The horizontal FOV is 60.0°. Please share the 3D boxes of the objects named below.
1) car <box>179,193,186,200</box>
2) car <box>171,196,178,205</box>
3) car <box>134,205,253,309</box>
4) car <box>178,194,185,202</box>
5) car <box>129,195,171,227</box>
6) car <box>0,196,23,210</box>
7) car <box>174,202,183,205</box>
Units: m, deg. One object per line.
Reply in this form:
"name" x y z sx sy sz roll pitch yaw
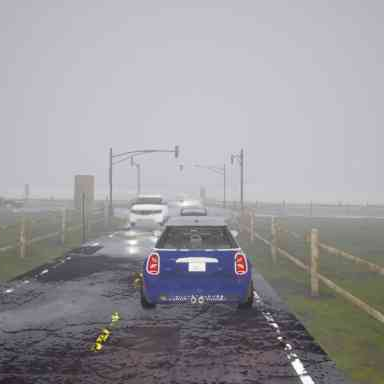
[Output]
"car" -2.763 1.576 76.880 1.994 1.385 4.181 0 0 0
"car" -3.947 1.610 48.432 1.895 1.301 4.718 0 0 14
"car" 0.090 1.353 8.030 2.097 1.767 4.553 0 0 0
"car" -2.817 1.543 66.692 1.812 1.442 4.674 0 0 1
"car" -2.874 1.225 23.172 2.150 2.045 5.566 0 0 0
"car" -21.078 1.112 36.297 5.008 1.535 1.882 1 0 0
"car" 0.080 1.507 17.196 1.837 1.490 4.892 0 0 0
